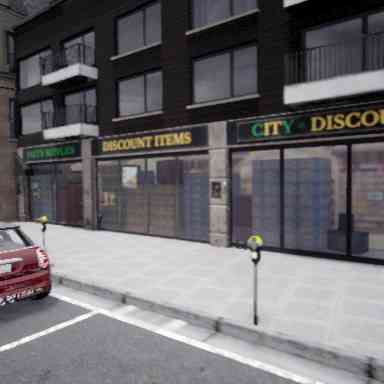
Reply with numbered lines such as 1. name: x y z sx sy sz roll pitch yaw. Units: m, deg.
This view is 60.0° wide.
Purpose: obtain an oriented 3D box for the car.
1. car: -4.617 1.257 6.506 4.097 1.590 1.967 1 3 36
